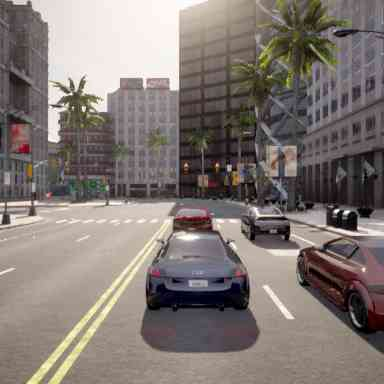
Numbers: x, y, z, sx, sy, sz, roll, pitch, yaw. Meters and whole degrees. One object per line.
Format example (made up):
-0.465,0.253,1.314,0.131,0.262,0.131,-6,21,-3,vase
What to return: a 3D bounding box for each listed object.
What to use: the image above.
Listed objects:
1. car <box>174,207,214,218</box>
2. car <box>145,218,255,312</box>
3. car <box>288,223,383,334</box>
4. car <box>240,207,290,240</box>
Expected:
0.090,1.478,16.799,1.882,1.535,5.008,0,0,2,car
0.089,1.562,7.813,1.994,1.385,4.181,0,0,-1,car
3.596,1.564,6.761,1.994,1.385,4.181,0,0,0,car
3.587,1.492,16.821,2.128,1.511,4.902,0,0,2,car
